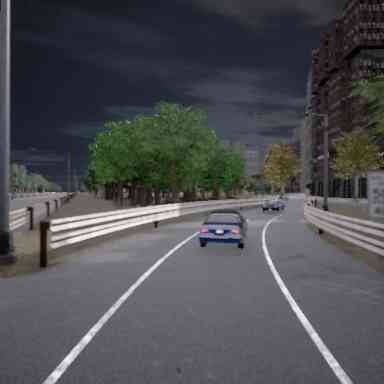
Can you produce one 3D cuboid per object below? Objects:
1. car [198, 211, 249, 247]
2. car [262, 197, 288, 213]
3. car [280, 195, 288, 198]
[{"bbox_3d":[1.535,1.554,15.122,2.033,1.411,5.357,0,0,11],"label":"car"},{"bbox_3d":[9.509,1.630,38.442,1.895,1.301,4.718,0,0,25],"label":"car"},{"bbox_3d":[25.057,1.529,91.378,2.033,1.411,5.357,0,0,5],"label":"car"}]
